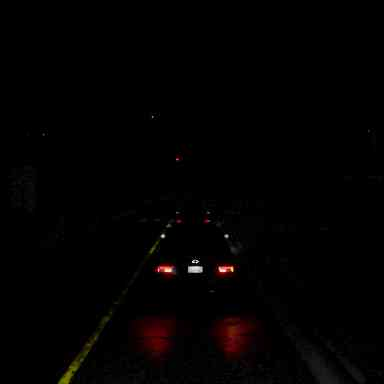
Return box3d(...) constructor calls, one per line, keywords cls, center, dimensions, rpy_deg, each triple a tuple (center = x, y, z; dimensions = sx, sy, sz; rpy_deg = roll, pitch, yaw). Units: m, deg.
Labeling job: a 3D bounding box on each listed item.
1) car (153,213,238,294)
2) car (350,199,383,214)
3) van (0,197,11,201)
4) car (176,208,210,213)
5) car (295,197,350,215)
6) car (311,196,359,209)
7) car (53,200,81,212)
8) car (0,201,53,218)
box3d(cls="car", center=(0.073, 1.542, 8.937), dimensions=(2.033, 1.411, 5.357), rpy_deg=(0, 0, 0))
box3d(cls="car", center=(16.975, 1.340, 30.328), dimensions=(4.403, 1.369, 2.008), rpy_deg=(-1, 1, 0))
box3d(cls="van", center=(-21.071, 1.455, 38.815), dimensions=(3.998, 1.788, 1.690), rpy_deg=(-1, 1, 0))
box3d(cls="car", center=(0.047, 1.549, 18.163), dimensions=(1.994, 1.385, 4.181), rpy_deg=(0, 0, 0))
box3d(cls="car", center=(11.597, 1.417, 30.324), dimensions=(4.313, 1.339, 1.947), rpy_deg=(-1, 1, 0))
box3d(cls="car", center=(16.622, 1.231, 38.852), dimensions=(4.829, 1.417, 1.752), rpy_deg=(-1, 1, 0))
box3d(cls="car", center=(-15.560, 1.584, 38.824), dimensions=(4.829, 1.417, 1.752), rpy_deg=(-1, 1, 0))
box3d(cls="car", center=(-15.372, 1.726, 30.301), dimensions=(4.206, 1.307, 1.802), rpy_deg=(-1, 1, 0))
